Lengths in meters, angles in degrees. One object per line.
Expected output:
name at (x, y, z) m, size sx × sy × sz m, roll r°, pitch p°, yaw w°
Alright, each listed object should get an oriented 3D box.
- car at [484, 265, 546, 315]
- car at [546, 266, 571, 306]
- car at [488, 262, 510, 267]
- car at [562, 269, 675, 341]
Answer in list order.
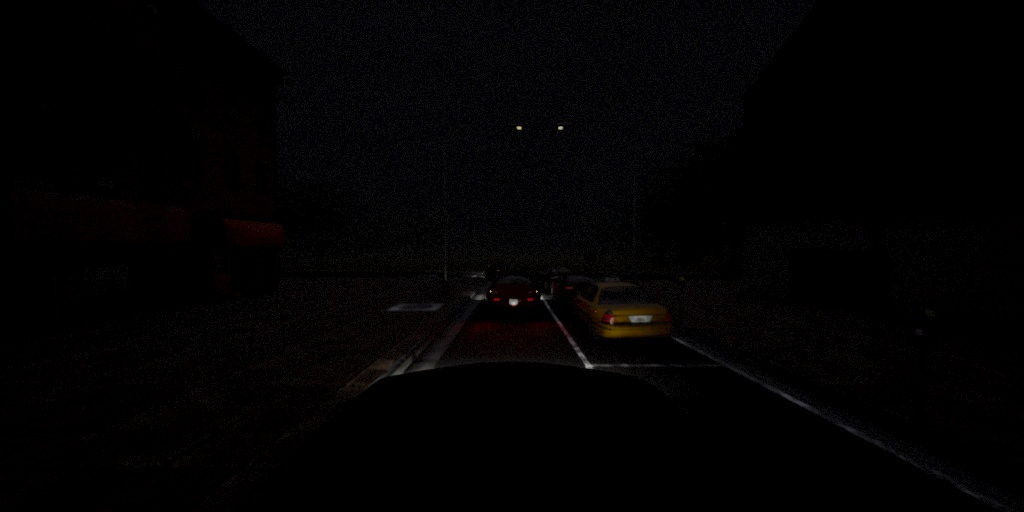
car at (0.068, 1.223, 13.229) m, size 1.812 × 1.442 × 4.674 m, roll 0°, pitch 0°, yaw 0°
car at (2.640, 1.271, 14.995) m, size 1.802 × 1.307 × 4.207 m, roll 0°, pitch 0°, yaw 0°
car at (-0.978, 1.203, 29.431) m, size 1.994 × 1.385 × 4.181 m, roll 0°, pitch 1°, yaw -17°
car at (2.639, 1.240, 9.632) m, size 1.751 × 1.417 × 4.829 m, roll 0°, pitch 0°, yaw 0°
